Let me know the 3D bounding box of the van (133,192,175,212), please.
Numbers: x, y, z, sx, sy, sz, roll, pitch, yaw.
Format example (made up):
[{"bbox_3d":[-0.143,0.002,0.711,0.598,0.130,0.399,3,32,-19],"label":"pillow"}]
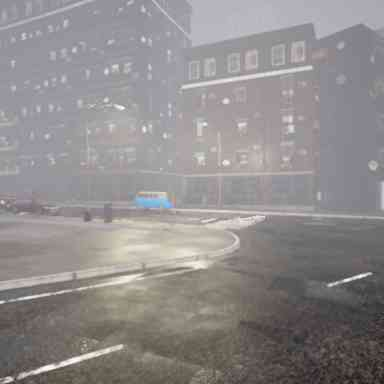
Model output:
[{"bbox_3d":[-3.554,0.883,31.292,3.998,1.788,1.690,1,0,25],"label":"van"}]

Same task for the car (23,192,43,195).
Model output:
[{"bbox_3d":[-16.936,0.965,31.020,5.357,1.411,2.033,1,1,25],"label":"car"}]

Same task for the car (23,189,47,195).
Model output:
[{"bbox_3d":[-18.924,0.612,38.308,5.009,1.841,2.192,1,0,25],"label":"car"}]

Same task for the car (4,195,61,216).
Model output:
[{"bbox_3d":[-12.255,1.114,26.049,4.206,1.307,1.802,1,0,25],"label":"car"}]

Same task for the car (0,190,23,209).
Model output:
[{"bbox_3d":[-17.373,0.765,28.389,5.009,1.841,2.192,1,0,25],"label":"car"}]
